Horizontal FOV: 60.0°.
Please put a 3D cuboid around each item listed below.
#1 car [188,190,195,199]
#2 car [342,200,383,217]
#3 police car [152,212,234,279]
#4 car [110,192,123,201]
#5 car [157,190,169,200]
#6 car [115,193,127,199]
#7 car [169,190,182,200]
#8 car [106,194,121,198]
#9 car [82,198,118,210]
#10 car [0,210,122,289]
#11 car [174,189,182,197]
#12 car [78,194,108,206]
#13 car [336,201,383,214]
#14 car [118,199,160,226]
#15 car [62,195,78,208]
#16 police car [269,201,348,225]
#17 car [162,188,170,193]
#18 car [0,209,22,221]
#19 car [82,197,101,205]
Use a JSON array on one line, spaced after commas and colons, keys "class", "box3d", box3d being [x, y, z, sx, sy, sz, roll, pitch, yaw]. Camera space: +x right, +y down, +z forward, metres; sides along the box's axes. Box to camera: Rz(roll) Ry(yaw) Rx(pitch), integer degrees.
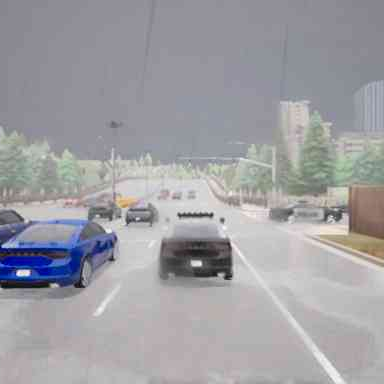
[{"class": "car", "box3d": [-0.125, 0.950, 81.879, 1.895, 1.301, 4.718, 0, 4, 0]}, {"class": "car", "box3d": [16.625, 1.533, 30.873, 4.674, 1.442, 1.812, 0, 0, -1]}, {"class": "police car", "box3d": [0.101, 1.427, 10.195, 1.930, 1.638, 5.238, 0, 0, 0]}, {"class": "car", "box3d": [-17.601, 0.976, 77.585, 2.097, 1.767, 4.553, 0, 2, 0]}, {"class": "car", "box3d": [-7.109, 1.090, 79.096, 1.994, 1.385, 4.181, 0, 4, 0]}, {"class": "car", "box3d": [-14.038, 1.470, 66.296, 1.882, 1.535, 5.008, 0, 1, 0]}, {"class": "car", "box3d": [-3.607, 0.921, 78.672, 2.097, 1.767, 4.553, 0, 3, 0]}, {"class": "car", "box3d": [-14.020, 1.491, 56.860, 1.882, 1.535, 5.008, 0, 0, 1]}, {"class": "car", "box3d": [-6.901, 1.511, 26.697, 1.837, 1.490, 4.892, 0, 0, 0]}, {"class": "car", "box3d": [-3.401, 1.479, 9.193, 1.882, 1.535, 5.008, 0, 0, 0]}, {"class": "car", "box3d": [-3.663, 0.301, 88.730, 1.812, 1.442, 4.674, 0, 7, 0]}, {"class": "car", "box3d": [-14.059, 1.502, 47.400, 2.128, 1.511, 4.902, 0, 0, -1]}, {"class": "car", "box3d": [17.634, 1.609, 34.379, 4.718, 1.301, 1.895, 0, 0, 0]}, {"class": "car", "box3d": [-3.400, 1.497, 23.272, 2.128, 1.511, 4.902, 0, 0, 0]}, {"class": "car", "box3d": [-17.570, 1.364, 49.587, 2.097, 1.767, 4.553, 0, 0, 0]}, {"class": "police car", "box3d": [8.124, 1.431, 23.752, 5.238, 1.638, 1.930, 0, -1, -10]}, {"class": "car", "box3d": [-7.163, 0.000, 88.706, 2.150, 2.045, 5.566, 0, 7, 0]}, {"class": "car", "box3d": [-6.901, 1.355, 11.568, 2.097, 1.767, 4.553, 0, 0, 0]}, {"class": "car", "box3d": [-17.502, 1.577, 58.122, 1.994, 1.385, 4.181, 0, 0, 0]}]
